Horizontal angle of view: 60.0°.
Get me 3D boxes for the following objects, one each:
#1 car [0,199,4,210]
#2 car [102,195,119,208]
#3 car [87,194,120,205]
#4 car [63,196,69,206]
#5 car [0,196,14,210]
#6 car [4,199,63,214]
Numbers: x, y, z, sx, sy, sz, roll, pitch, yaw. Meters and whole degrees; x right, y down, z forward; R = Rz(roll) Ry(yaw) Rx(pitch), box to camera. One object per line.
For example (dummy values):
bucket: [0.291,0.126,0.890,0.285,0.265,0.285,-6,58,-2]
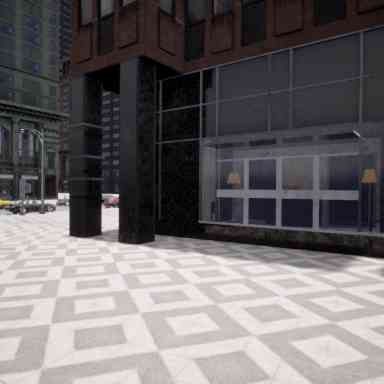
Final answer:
car: [-18.093,1.419,26.825,1.947,1.339,4.313,2,2,36]
car: [-8.698,1.244,39.942,1.802,1.307,4.206,2,2,36]
car: [-12.906,1.082,48.707,1.947,1.339,4.313,2,2,36]
car: [-15.935,1.132,44.478,2.008,1.369,4.403,2,2,36]
car: [-22.092,1.233,35.880,1.752,1.417,4.829,2,2,36]
car: [-14.961,1.342,31.198,2.008,1.369,4.403,2,2,36]
